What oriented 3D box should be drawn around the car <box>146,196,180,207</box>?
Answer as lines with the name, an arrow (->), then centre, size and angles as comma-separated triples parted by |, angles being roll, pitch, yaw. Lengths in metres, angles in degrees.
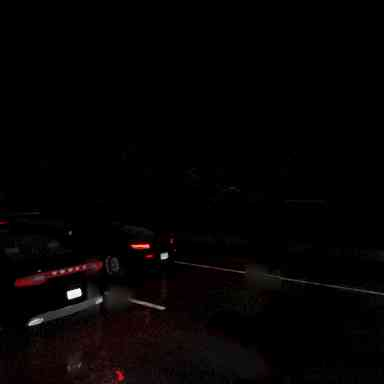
car -> -4.626, 1.547, 50.798 | 2.033, 1.411, 5.357 | 0, 0, 36

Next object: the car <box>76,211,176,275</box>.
car -> -2.607, 1.526, 10.129 | 4.674, 1.442, 1.812 | 0, 0, 35

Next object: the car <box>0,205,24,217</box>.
car -> -10.084, 1.505, 15.456 | 4.892, 1.490, 1.837 | 0, 0, 36

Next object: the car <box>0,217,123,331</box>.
car -> -3.898, 1.478, 6.760 | 5.008, 1.535, 1.882 | 0, 0, 35

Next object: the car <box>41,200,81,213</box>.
car -> -14.558, 1.563, 37.195 | 1.994, 1.385, 4.181 | 0, 0, 36

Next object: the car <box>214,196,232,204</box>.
car -> 6.189, 1.508, 65.474 | 1.837, 1.490, 4.892 | 0, 0, 37

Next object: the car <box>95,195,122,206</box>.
car -> -13.932, 1.351, 55.852 | 2.097, 1.767, 4.553 | 0, 0, 36

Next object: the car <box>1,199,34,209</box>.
car -> -22.948, 1.564, 43.506 | 1.994, 1.385, 4.181 | 0, 0, 36

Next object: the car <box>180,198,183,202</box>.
car -> -4.123, 1.547, 69.135 | 2.033, 1.411, 5.357 | 0, 0, 36
